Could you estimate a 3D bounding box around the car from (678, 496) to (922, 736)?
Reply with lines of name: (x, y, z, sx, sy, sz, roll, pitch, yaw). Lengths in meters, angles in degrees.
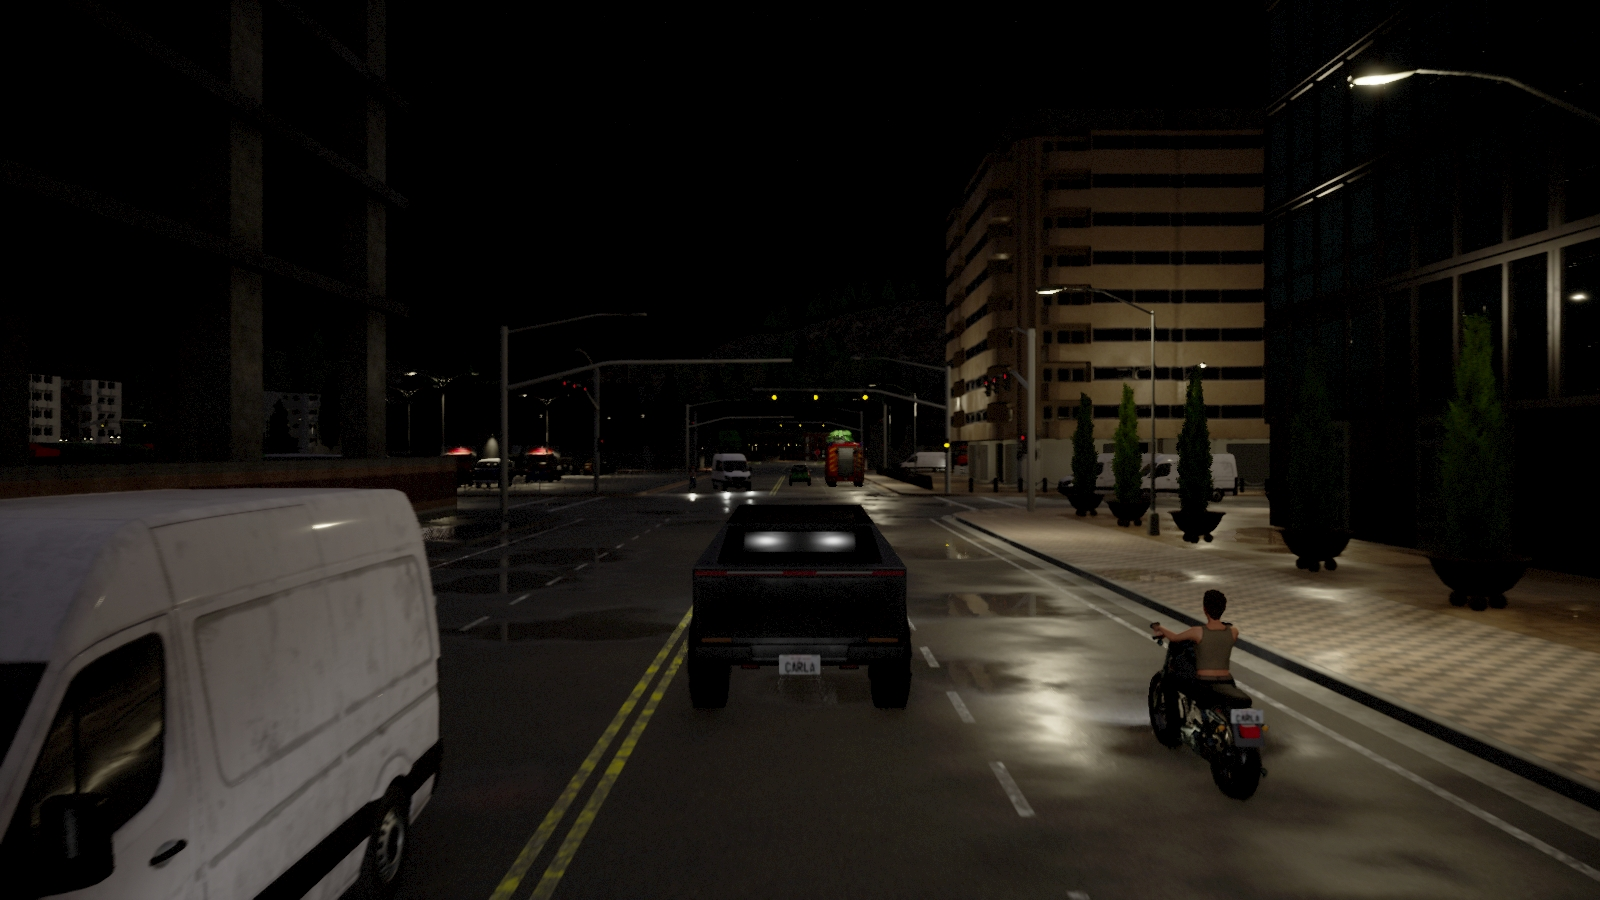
car: (-0.003, 1.752, 14.310, 2.390, 2.098, 6.274, 0, 0, 0)

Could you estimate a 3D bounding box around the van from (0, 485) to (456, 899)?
van: (-3.498, 1.534, 5.366, 1.988, 2.561, 5.915, 0, 0, 0)

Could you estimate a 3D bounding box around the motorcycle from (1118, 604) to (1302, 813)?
motorcycle: (3.499, 2.154, 10.008, 0.764, 1.307, 2.356, 0, 0, 0)
